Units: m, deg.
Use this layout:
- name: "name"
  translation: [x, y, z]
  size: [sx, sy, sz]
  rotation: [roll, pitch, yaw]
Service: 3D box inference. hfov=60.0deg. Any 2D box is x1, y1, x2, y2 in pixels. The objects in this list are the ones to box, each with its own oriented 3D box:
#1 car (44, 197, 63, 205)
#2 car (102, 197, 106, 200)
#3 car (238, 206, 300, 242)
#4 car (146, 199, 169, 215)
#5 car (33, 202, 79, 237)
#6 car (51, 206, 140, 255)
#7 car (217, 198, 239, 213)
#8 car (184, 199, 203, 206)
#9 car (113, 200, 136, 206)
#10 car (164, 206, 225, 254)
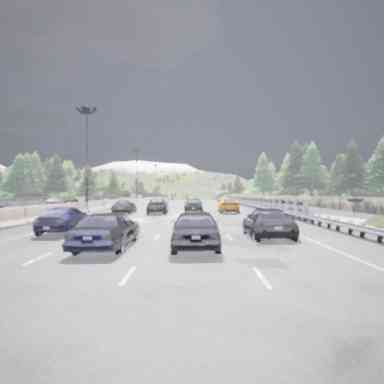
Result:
- name: "car"
  translation: [-27.908, 1.810, 67.298]
  size: [1.812, 1.442, 4.674]
  rotation: [-1, -1, 0]
- name: "car"
  translation: [-17.408, 1.713, 67.288]
  size: [2.128, 1.511, 4.902]
  rotation: [-1, -1, 0]
- name: "car"
  translation: [3.636, 1.471, 15.939]
  size: [1.994, 1.385, 4.181]
  rotation: [-1, 0, 0]
- name: "car"
  translation: [-3.347, 1.400, 32.947]
  size: [2.128, 1.511, 4.902]
  rotation: [-1, 0, 0]
- name: "car"
  translation: [-6.873, 1.523, 17.987]
  size: [1.812, 1.442, 4.674]
  rotation: [-1, 0, 0]
- name: "car"
  translation: [-3.367, 1.530, 13.233]
  size: [2.033, 1.411, 5.357]
  rotation: [-1, 0, 0]
- name: "car"
  translation: [3.654, 1.317, 33.863]
  size: [1.882, 1.535, 5.008]
  rotation: [-1, 0, 0]
- name: "car"
  translation: [0.143, 1.397, 34.028]
  size: [1.812, 1.442, 4.674]
  rotation: [-1, 0, 0]
- name: "car"
  translation: [-6.845, 1.503, 33.697]
  size: [1.994, 1.385, 4.181]
  rotation: [-1, 0, 0]
- name: "car"
  translation: [0.134, 1.497, 13.206]
  size: [2.033, 1.411, 5.357]
  rotation: [-1, 0, 0]
